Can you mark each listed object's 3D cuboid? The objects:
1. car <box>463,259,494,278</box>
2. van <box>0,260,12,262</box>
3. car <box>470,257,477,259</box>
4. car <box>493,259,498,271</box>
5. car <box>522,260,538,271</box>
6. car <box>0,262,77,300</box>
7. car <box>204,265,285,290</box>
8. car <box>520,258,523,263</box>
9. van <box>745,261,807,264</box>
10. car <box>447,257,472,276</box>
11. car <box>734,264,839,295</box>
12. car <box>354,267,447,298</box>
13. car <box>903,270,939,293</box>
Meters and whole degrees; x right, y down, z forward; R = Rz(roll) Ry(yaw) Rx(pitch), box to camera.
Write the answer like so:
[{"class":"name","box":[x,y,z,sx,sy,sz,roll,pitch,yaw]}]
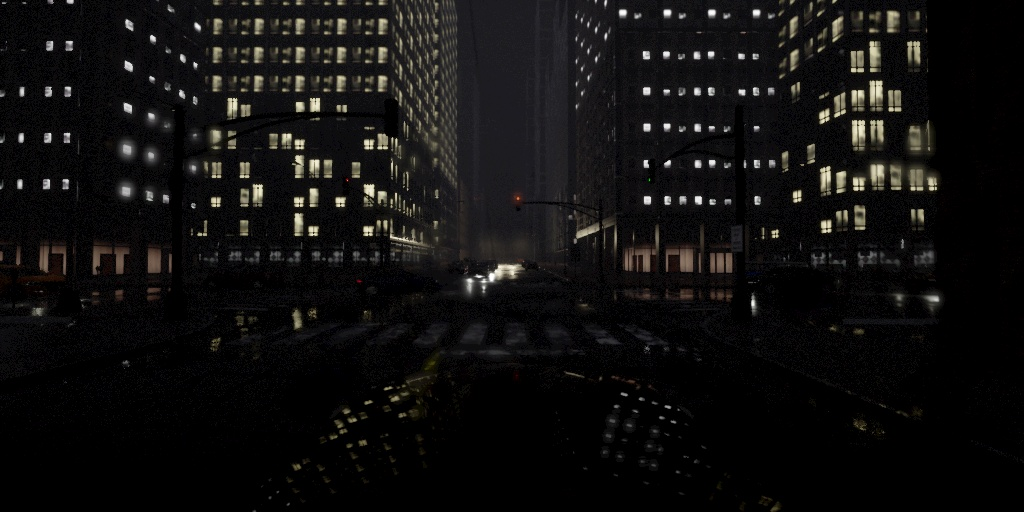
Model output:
[{"class":"car","box":[-3.117,1.310,34.497,2.033,1.411,5.357,0,0,0]},{"class":"van","box":[-33.448,1.132,22.164,3.998,1.789,1.690,0,0,0]},{"class":"car","box":[-5.712,1.082,48.726,2.192,1.841,5.009,0,0,0]},{"class":"car","box":[-3.120,1.367,44.407,1.895,1.301,4.718,0,0,0]},{"class":"car","box":[2.668,1.350,48.792,1.802,1.307,4.207,0,0,0]},{"class":"car","box":[-23.049,1.170,16.376,5.008,1.535,1.882,0,-1,0]},{"class":"car","box":[-16.502,1.255,22.134,4.097,1.591,1.967,0,0,0]},{"class":"car","box":[2.664,1.298,60.118,1.751,1.417,4.829,0,0,0]},{"class":"van","box":[15.972,1.210,22.075,3.998,1.789,1.690,0,0,0]},{"class":"car","box":[-5.707,1.203,37.576,1.967,1.591,4.097,0,0,0]},{"class":"car","box":[14.865,1.321,19.503,4.892,1.490,1.837,0,-1,0]},{"class":"car","box":[-5.810,1.322,18.399,4.181,1.385,1.994,0,0,-26]},{"class":"car","box":[24.345,1.313,19.483,5.008,1.535,1.882,0,-1,0]}]
